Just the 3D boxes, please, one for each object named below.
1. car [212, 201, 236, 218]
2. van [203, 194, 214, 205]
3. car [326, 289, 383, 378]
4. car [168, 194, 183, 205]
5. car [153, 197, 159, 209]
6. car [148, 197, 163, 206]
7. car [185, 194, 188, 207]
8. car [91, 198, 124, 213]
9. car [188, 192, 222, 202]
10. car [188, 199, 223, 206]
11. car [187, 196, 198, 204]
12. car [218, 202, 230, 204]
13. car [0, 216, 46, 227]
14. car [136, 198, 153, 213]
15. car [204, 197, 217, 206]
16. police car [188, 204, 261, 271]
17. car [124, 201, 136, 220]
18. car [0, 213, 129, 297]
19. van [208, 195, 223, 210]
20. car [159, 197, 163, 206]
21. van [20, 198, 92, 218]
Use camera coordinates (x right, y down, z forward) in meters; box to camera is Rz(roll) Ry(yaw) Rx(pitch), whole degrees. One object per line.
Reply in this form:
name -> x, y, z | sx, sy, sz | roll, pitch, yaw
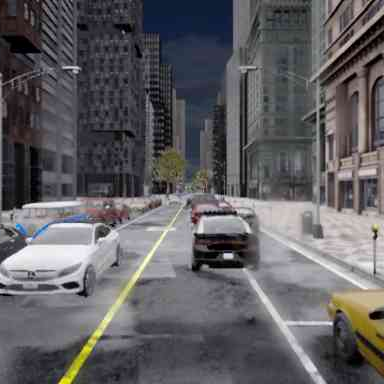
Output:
car -> 2.845, 1.535, 30.443 | 1.802, 1.307, 4.206 | 0, 0, 0
van -> 2.915, 1.255, 58.067 | 1.690, 1.788, 3.998 | 0, 0, 0
car -> 2.777, 1.520, 2.988 | 1.752, 1.417, 4.829 | 0, 0, 0
car -> -2.874, 1.443, 56.312 | 1.812, 1.442, 4.674 | 0, 0, 0
car -> -5.678, 1.482, 41.530 | 1.887, 1.381, 4.507 | 0, 0, 0
car -> -5.655, 1.466, 52.581 | 1.887, 1.381, 4.507 | 0, 0, 0
car -> 0.145, 1.429, 49.771 | 1.837, 1.490, 4.892 | 0, 0, 1
car -> -5.723, 1.285, 19.428 | 2.192, 1.841, 5.009 | 0, 0, 0
car -> 0.962, 1.183, 26.891 | 2.150, 2.045, 5.566 | 0, 0, 0
car -> 0.876, 1.446, 20.850 | 1.882, 1.535, 5.008 | 0, 0, -1
car -> 0.144, 1.473, 62.072 | 1.994, 1.385, 4.181 | 0, 0, 0
car -> 2.818, 1.521, 19.393 | 2.008, 1.369, 4.403 | 0, 0, 0
car -> -5.748, 1.538, 8.377 | 2.008, 1.369, 4.403 | 0, 0, 0
car -> -5.690, 1.471, 35.835 | 1.752, 1.417, 4.829 | 0, 0, 0
car -> 2.900, 1.466, 52.542 | 1.887, 1.381, 4.507 | 0, 0, 0
police car -> 0.925, 1.408, 10.971 | 1.930, 1.638, 5.238 | 0, 0, 0
car -> -5.713, 1.507, 24.954 | 1.887, 1.381, 4.507 | 0, 0, 0
car -> -3.080, 1.512, 8.676 | 1.812, 1.442, 4.674 | 0, 0, 0
van -> 2.874, 1.278, 41.493 | 1.690, 1.788, 3.998 | 0, 0, 0
car -> -5.666, 1.474, 47.055 | 1.887, 1.381, 4.507 | 0, 0, 0
van -> -5.735, 1.320, 13.903 | 1.690, 1.788, 3.998 | 0, 0, 0
